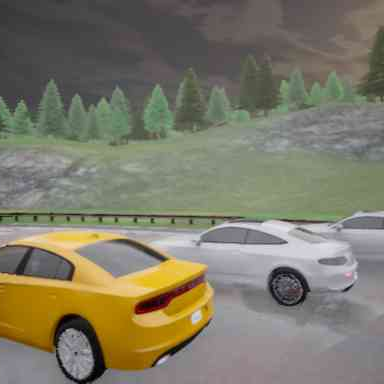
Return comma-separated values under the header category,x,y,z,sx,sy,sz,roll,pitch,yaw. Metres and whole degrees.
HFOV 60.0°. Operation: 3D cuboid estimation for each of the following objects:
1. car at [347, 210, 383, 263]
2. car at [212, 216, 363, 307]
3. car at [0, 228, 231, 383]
category,x,y,z,sx,sy,sz,roll,pitch,yaw
car,4.799,1.226,9.117,4.674,1.442,1.812,0,1,34
car,1.058,1.319,7.383,4.674,1.442,1.812,0,1,31
car,-2.126,1.367,5.225,5.008,1.535,1.882,0,1,28
